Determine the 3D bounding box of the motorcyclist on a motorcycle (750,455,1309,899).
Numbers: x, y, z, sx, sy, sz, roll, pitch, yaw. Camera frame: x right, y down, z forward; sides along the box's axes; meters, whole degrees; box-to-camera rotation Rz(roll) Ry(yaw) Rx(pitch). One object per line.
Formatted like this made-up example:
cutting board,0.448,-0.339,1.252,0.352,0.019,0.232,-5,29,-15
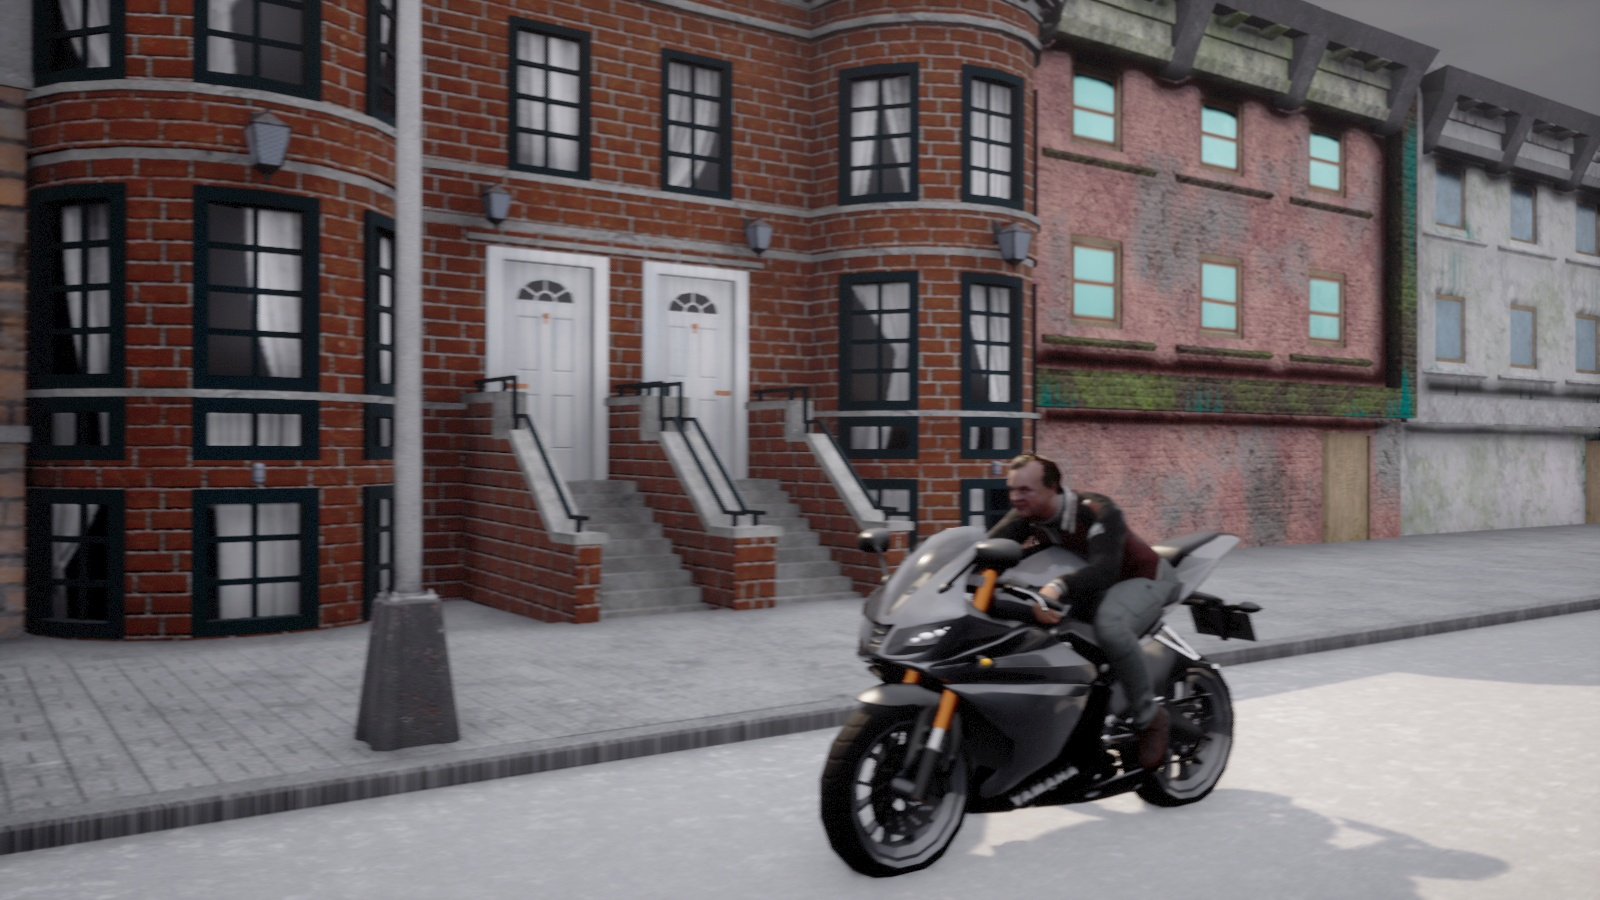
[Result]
motorcyclist on a motorcycle,0.961,0.790,4.935,2.191,1.530,0.866,0,0,-35
